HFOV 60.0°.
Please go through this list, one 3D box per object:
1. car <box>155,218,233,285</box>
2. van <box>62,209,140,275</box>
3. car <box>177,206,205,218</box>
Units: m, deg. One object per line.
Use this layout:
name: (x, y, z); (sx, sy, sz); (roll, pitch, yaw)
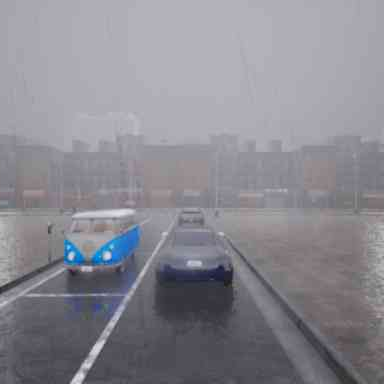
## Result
car: (0.043, 1.682, 9.870); (1.994, 1.385, 4.181); (0, -1, -1)
van: (-2.711, 1.468, 10.622); (1.690, 1.788, 3.998); (-1, -1, 0)
car: (-0.060, 1.796, 25.313); (2.128, 1.511, 4.902); (0, -1, -1)
